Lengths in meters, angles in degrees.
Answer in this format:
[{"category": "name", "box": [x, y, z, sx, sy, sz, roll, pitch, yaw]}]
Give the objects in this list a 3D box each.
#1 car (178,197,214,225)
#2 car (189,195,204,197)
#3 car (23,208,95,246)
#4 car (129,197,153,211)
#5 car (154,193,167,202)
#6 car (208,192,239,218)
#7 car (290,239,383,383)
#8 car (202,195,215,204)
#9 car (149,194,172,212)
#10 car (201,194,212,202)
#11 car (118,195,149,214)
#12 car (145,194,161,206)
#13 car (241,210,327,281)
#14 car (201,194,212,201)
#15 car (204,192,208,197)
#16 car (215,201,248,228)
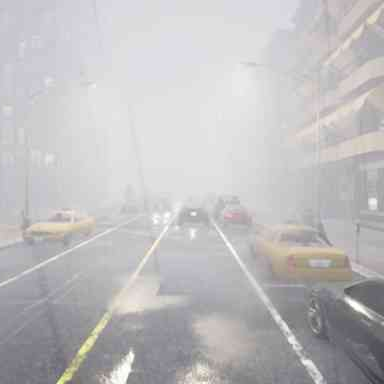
[{"category": "car", "box": [0.100, 1.342, 22.321, 2.163, 1.488, 4.792, 0, 0, 0]}, {"category": "car", "box": [0.097, 1.247, 41.423, 2.033, 1.411, 5.357, 0, 0, 0]}, {"category": "car", "box": [-5.680, 1.418, 14.729, 1.752, 1.417, 4.829, 1, 0, 0]}, {"category": "car", "box": [-5.681, 1.279, 37.524, 2.008, 1.369, 4.403, 1, 0, 0]}, {"category": "car", "box": [-5.681, 1.003, 60.148, 1.967, 1.590, 4.097, 1, 0, 0]}, {"category": "car", "box": [2.669, 1.125, 26.172, 2.192, 1.841, 5.009, 1, 0, 0]}, {"category": "car", "box": [2.707, 1.540, 3.550, 1.947, 1.339, 4.313, 1, 0, 0]}, {"category": "car", "box": [2.665, 1.171, 54.455, 1.947, 1.339, 4.313, 1, 0, 0]}, {"category": "car", "box": [-3.096, 1.236, 35.221, 2.128, 1.511, 4.902, 0, 0, 0]}, {"category": "car", "box": [2.664, 1.145, 60.112, 1.802, 1.307, 4.206, 1, 0, 0]}, {"category": "car", "box": [-5.681, 1.320, 31.867, 2.008, 1.369, 4.403, 1, 0, 0]}, {"category": "car", "box": [-5.680, 1.086, 48.835, 1.967, 1.590, 4.097, 1, 0, 0]}, {"category": "car", "box": [2.712, 1.457, 9.376, 1.752, 1.417, 4.829, 1, 0, 0]}, {"category": "car", "box": [2.834, 1.104, 65.768, 1.802, 1.307, 4.206, 1, 0, 0]}, {"category": "car", "box": [2.668, 0.961, 48.797, 2.192, 1.841, 5.009, 1, 0, 0]}, {"category": "car", "box": [2.666, 1.433, 20.519, 1.802, 1.307, 4.206, 1, 0, 0]}]
